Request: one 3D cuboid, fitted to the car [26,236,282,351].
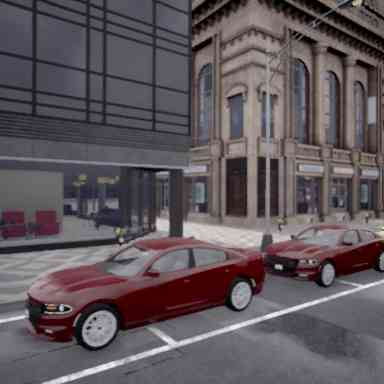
[{"bbox_3d":[-0.597,1.568,6.223,4.507,1.381,1.887,1,-1,-35],"label":"car"}]

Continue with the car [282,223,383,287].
[{"bbox_3d":[3.965,1.611,9.473,4.507,1.381,1.887,1,-1,-35],"label":"car"}]
